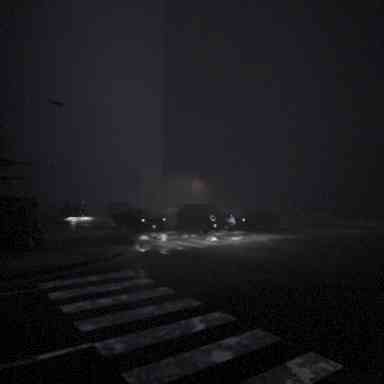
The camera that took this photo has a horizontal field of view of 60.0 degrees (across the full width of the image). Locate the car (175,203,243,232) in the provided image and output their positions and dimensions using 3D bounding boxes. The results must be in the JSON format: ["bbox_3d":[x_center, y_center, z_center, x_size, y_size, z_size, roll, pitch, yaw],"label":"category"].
[{"bbox_3d":[0.809,1.581,21.907,2.097,1.767,4.553,1,0,-36],"label":"car"}]

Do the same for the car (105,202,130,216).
[{"bbox_3d":[-7.055,1.734,32.934,1.837,1.490,4.892,1,0,-35],"label":"car"}]

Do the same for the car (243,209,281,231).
[{"bbox_3d":[4.202,1.873,23.070,1.895,1.301,4.718,0,-1,43],"label":"car"}]

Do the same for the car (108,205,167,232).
[{"bbox_3d":[-3.554,1.785,21.961,1.895,1.301,4.718,1,-1,-35],"label":"car"}]

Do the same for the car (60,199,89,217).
[{"bbox_3d":[-11.940,1.750,33.775,1.994,1.385,4.181,1,-1,-35],"label":"car"}]

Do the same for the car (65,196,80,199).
[{"bbox_3d":[-16.563,1.396,46.470,2.097,1.767,4.553,1,-1,-35],"label":"car"}]
